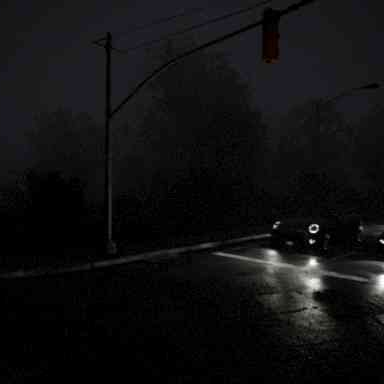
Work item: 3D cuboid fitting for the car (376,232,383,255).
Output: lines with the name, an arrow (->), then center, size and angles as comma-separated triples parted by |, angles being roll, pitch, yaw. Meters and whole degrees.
car -> 8.491, 1.479, 12.162 | 5.357, 1.411, 2.033 | -1, 1, -45

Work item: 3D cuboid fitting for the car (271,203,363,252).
car -> 5.264, 1.291, 13.838 | 4.553, 1.767, 2.097 | -1, 1, -42
